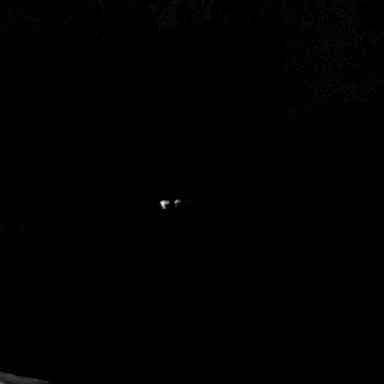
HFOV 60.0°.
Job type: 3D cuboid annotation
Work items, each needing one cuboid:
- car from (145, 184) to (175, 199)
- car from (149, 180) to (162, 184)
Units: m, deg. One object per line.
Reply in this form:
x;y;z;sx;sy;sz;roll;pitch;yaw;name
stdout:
-3.734;0.134;39.259;2.033;1.411;5.357;-1;3;-24;car
-6.642;-0.679;48.340;5.566;2.045;2.150;4;3;37;car
